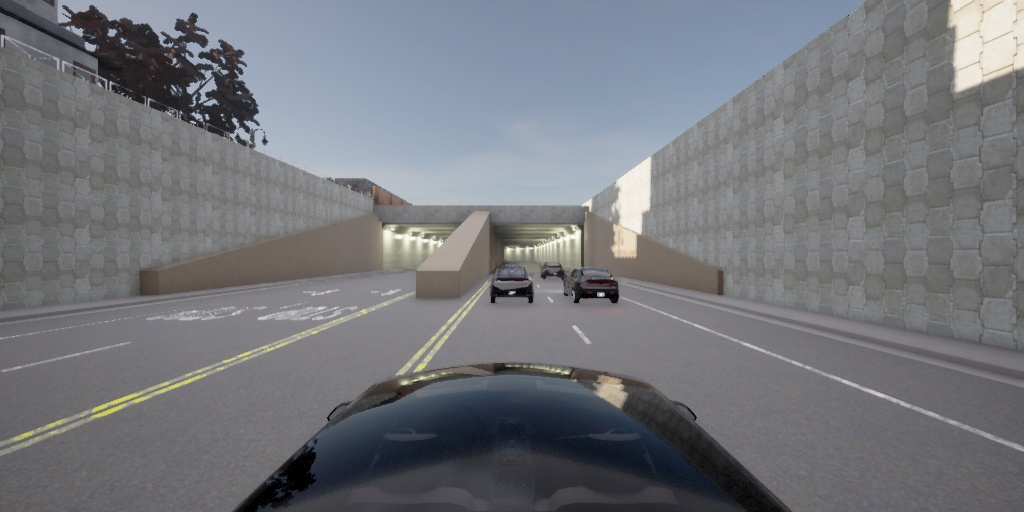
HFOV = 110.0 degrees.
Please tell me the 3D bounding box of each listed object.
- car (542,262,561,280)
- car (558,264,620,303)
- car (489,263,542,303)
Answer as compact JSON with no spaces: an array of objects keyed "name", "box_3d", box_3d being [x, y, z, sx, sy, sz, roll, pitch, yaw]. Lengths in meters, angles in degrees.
[{"name":"car","box_3d":[3.500,1.243,31.500,2.128,1.511,4.902,0,0,0]},{"name":"car","box_3d":[3.500,1.264,16.500,1.837,1.490,4.892,0,0,0]},{"name":"car","box_3d":[0.000,1.242,16.500,2.128,1.511,4.902,0,0,0]}]
